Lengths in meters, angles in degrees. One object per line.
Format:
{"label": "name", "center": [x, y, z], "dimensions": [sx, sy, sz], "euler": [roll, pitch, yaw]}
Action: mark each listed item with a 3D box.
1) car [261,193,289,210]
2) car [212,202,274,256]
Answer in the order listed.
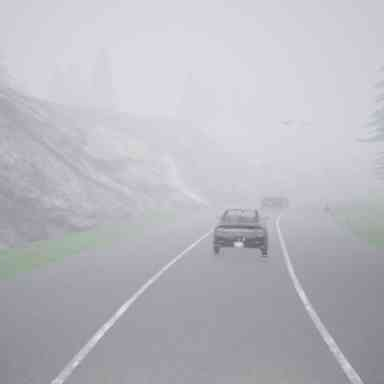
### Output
{"label": "car", "center": [8.027, 0.781, 31.944], "dimensions": [1.882, 1.535, 5.008], "euler": [0, 2, 26]}
{"label": "car", "center": [1.922, 1.380, 12.717], "dimensions": [2.128, 1.511, 4.902], "euler": [0, 1, 11]}
